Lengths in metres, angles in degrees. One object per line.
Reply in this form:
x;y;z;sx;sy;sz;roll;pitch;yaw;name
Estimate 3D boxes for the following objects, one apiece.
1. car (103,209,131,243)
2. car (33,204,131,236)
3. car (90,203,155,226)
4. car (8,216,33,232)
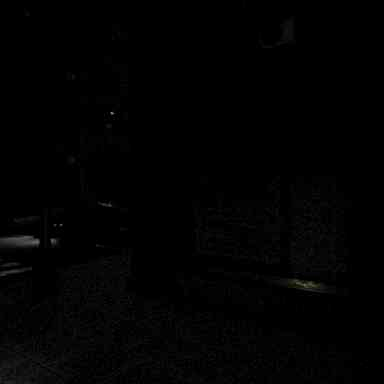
-1.570;1.560;15.166;1.947;1.339;4.313;0;0;36;car
-5.875;1.518;18.574;1.837;1.490;4.892;0;1;35;car
-4.940;1.583;24.246;2.008;1.369;4.403;0;0;36;car
-8.190;1.554;19.706;1.752;1.417;4.829;0;0;36;car
